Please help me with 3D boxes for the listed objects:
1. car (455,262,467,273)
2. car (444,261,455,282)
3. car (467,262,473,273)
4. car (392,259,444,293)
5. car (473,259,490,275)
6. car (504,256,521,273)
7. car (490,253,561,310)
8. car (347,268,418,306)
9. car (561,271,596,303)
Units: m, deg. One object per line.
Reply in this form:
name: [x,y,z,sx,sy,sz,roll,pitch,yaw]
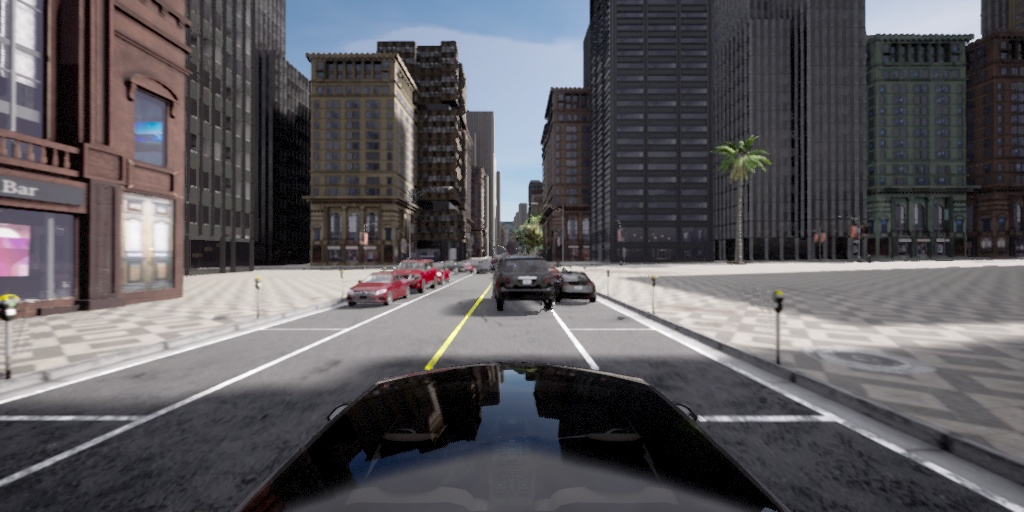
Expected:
car: [-7.501,1.231,40.004,4.403,1.370,2.007,0,0,-9]
car: [-5.769,1.265,26.593,1.967,1.591,4.097,0,0,0]
car: [-5.774,1.428,45.923,1.802,1.307,4.207,0,0,0]
car: [-5.768,1.128,21.291,2.192,1.841,5.009,0,0,0]
car: [-3.092,1.349,41.865,1.837,1.490,4.892,0,0,0]
car: [0.081,1.069,47.576,2.150,2.045,5.566,0,0,0]
car: [0.327,1.018,15.255,2.150,2.045,5.566,0,0,-4]
car: [-5.767,1.380,15.990,1.802,1.307,4.207,0,0,0]
car: [2.758,1.367,16.951,1.948,1.339,4.313,0,0,0]
